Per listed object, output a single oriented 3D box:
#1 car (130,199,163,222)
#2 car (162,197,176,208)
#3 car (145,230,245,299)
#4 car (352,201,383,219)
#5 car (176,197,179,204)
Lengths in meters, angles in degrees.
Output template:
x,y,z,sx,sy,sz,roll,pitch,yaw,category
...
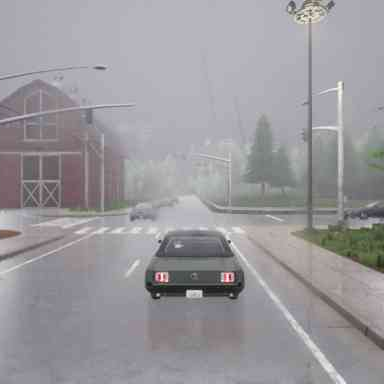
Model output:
x,y,z,sx,sy,sz,roll,pitch,yaw,category
-3.599,1.510,25.942,1.812,1.442,4.674,0,0,0,car
-3.602,1.525,46.945,1.812,1.442,4.674,0,0,0,car
0.066,1.601,8.378,1.895,1.301,4.718,0,0,0,car
15.113,1.499,27.170,4.674,1.442,1.812,0,0,-1,car
-3.554,1.564,63.598,1.994,1.385,4.181,0,0,1,car
